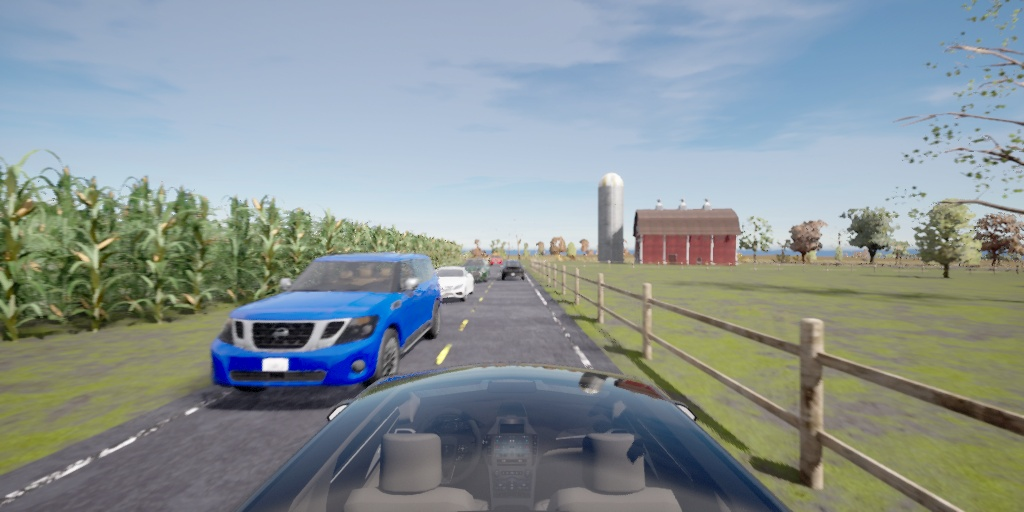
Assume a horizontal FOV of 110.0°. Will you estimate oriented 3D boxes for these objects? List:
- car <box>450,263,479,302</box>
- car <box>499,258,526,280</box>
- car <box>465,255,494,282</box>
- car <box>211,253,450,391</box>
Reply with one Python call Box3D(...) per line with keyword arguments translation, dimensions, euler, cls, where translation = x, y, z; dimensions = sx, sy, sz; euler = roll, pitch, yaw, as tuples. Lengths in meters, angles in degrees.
Box3D(translation=(-2.842, 1.214, 16.846), dimensions=(1.812, 1.442, 4.674), euler=(0, 0, 0), cls="car")
Box3D(translation=(0.085, 1.146, 29.906), dimensions=(1.837, 1.490, 4.892), euler=(0, 0, 0), cls="car")
Box3D(translation=(-2.786, 1.002, 27.138), dimensions=(2.097, 1.767, 4.553), euler=(0, 0, 0), cls="car")
Box3D(translation=(-2.848, 0.949, 7.081), dimensions=(2.150, 2.045, 5.566), euler=(0, 0, 0), cls="car")
